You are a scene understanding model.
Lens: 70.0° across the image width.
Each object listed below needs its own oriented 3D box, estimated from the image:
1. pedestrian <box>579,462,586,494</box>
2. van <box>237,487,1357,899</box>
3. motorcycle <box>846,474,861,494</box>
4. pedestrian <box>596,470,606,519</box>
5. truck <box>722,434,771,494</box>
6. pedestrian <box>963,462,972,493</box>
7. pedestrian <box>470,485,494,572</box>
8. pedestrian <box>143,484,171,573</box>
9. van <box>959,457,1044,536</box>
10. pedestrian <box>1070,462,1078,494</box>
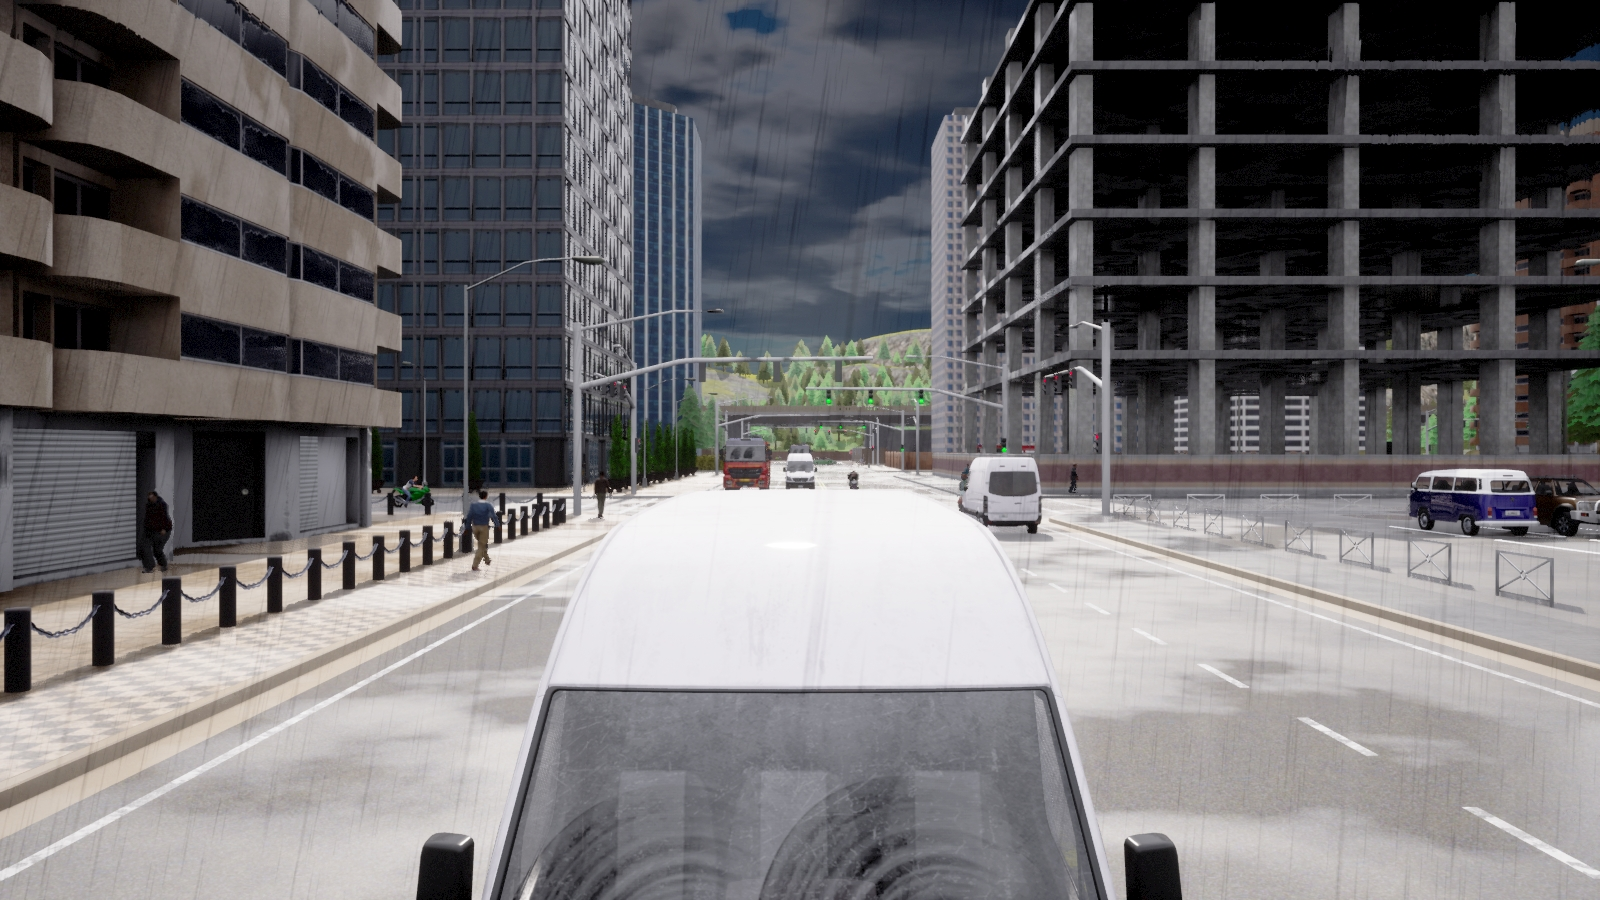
[{"bbox_3d":[-12.895,1.641,67.636,0.375,1.860,0.375,0,0,-4],"label":"pedestrian"},{"bbox_3d":[-0.002,1.534,4.985,1.988,2.561,5.915,0,0,0],"label":"van"},{"bbox_3d":[3.510,2.205,75.000,0.867,1.251,2.209,0,0,0],"label":"motorcycle"},{"bbox_3d":[-7.646,1.697,43.923,0.375,1.860,0.375,0,0,-7],"label":"pedestrian"},{"bbox_3d":[-3.496,0.891,77.013,2.891,3.827,8.468,0,0,0],"label":"truck"},{"bbox_3d":[10.276,1.696,70.099,0.375,1.860,0.375,0,0,-17],"label":"pedestrian"},{"bbox_3d":[-6.899,1.697,24.806,0.375,1.860,0.375,0,0,12],"label":"pedestrian"},{"bbox_3d":[-13.634,1.659,24.235,0.375,1.860,0.375,0,0,9],"label":"pedestrian"},{"bbox_3d":[6.980,1.534,40.234,1.988,2.561,5.915,0,0,0],"label":"van"},{"bbox_3d":[15.952,1.641,66.560,0.375,1.860,0.375,0,0,6],"label":"pedestrian"}]
